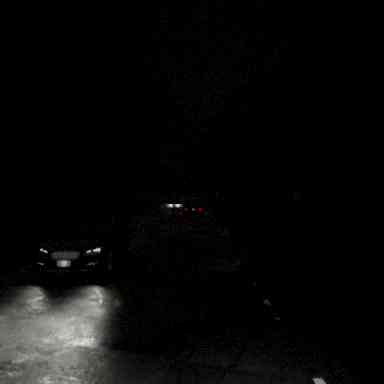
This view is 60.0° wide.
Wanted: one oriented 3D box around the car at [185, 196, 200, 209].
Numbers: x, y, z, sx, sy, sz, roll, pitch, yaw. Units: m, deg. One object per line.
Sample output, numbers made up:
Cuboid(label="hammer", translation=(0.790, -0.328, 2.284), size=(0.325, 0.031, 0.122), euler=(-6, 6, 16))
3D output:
Cuboid(label="car", translation=(0.064, 1.365, 44.705), size=(1.882, 1.535, 5.008), euler=(0, 0, 0))

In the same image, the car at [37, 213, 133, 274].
Cuboid(label="car", translation=(-3.100, 1.460, 10.495), size=(2.128, 1.511, 4.902), euler=(0, 0, 0))

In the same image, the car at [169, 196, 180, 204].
Cuboid(label="car", translation=(-2.999, 1.433, 58.869), size=(1.994, 1.385, 4.181), euler=(0, 0, 0))

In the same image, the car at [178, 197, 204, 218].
Cuboid(label="car", translation=(0.110, 1.465, 29.582), size=(2.033, 1.411, 5.357), euler=(0, 0, 0))
